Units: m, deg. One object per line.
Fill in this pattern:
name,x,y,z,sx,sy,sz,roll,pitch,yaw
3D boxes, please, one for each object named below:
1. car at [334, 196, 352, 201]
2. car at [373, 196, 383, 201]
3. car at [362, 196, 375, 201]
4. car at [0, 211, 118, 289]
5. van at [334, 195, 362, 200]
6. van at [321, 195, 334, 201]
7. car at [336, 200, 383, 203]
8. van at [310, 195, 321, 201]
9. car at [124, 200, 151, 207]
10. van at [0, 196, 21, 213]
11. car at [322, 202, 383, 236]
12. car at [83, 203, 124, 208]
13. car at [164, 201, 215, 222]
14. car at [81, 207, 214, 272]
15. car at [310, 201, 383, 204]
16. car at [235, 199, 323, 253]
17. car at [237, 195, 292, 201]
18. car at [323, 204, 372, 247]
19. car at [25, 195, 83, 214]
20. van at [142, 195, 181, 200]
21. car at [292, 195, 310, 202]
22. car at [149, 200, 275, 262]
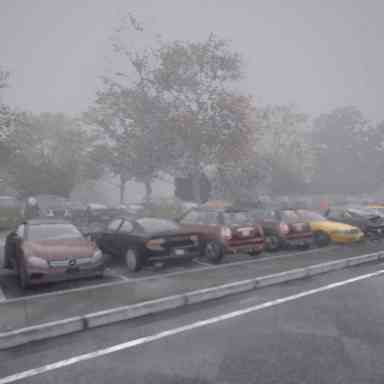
car,15.617,1.593,39.359,2.097,1.535,5.008,0,0,-35
car,22.269,1.676,44.114,2.163,1.488,4.792,1,0,-35
car,20.117,1.654,42.585,2.163,1.488,4.792,0,0,-35
car,-4.019,1.501,9.361,2.002,1.452,4.674,0,0,-35
van,17.955,1.381,40.880,1.878,1.987,4.442,0,0,-36
van,13.295,1.357,37.846,1.878,1.987,4.442,0,0,-35
car,11.932,1.535,20.463,1.946,1.575,5.366,0,0,-35
van,11.172,1.345,36.051,1.878,1.987,4.442,0,0,-35
car,-4.703,1.534,24.913,2.002,1.452,4.674,0,0,-35
van,-11.648,1.235,20.125,1.878,1.987,4.442,0,0,-35
car,7.303,1.517,17.393,2.231,1.521,4.892,0,0,-35
car,-6.960,1.483,23.306,2.097,1.535,5.008,0,0,-35
car,-0.292,1.556,28.053,2.002,1.452,4.674,0,0,-35
car,-1.751,1.471,10.962,2.097,1.535,5.008,0,0,-35
car,9.558,1.528,19.011,2.231,1.521,4.892,0,0,-35
car,2.791,1.368,14.157,2.185,1.767,4.553,0,0,-35
car,6.605,1.298,32.915,2.435,2.045,5.566,0,0,-35
car,5.143,1.502,15.639,1.946,1.575,5.366,0,0,-35
car,-9.306,1.220,21.611,2.435,2.045,5.566,0,0,-35
van,-2.615,1.279,26.542,1.878,1.987,4.442,0,0,-35
car,8.863,1.309,34.519,2.435,2.045,5.566,0,0,-35
car,0.528,1.357,12.549,2.185,1.767,4.553,0,0,-35
